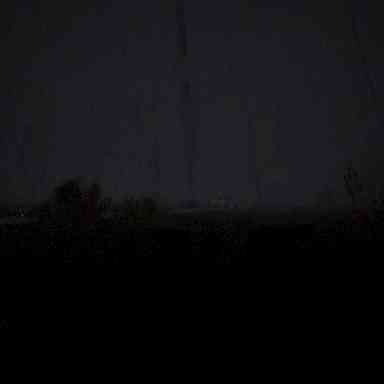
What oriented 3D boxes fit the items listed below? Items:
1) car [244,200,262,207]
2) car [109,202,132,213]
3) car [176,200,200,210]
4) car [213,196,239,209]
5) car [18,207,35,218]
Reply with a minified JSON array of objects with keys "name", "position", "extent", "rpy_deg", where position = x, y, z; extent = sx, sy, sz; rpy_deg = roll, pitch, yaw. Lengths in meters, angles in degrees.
[{"name":"car","position":[11.858,2.248,64.056],"extent":[1.895,1.301,4.718],"rpy_deg":[-1,-1,36]},{"name":"car","position":[-8.414,1.930,42.061],"extent":[2.033,1.411,5.357],"rpy_deg":[-1,-1,37]},{"name":"car","position":[-0.616,2.027,52.866],"extent":[1.837,1.490,4.892],"rpy_deg":[-1,0,36]},{"name":"car","position":[5.643,1.750,55.346],"extent":[2.150,2.045,5.566],"rpy_deg":[-1,-1,38]},{"name":"car","position":[-14.505,1.816,33.618],"extent":[2.033,1.411,5.357],"rpy_deg":[-1,-1,36]}]
